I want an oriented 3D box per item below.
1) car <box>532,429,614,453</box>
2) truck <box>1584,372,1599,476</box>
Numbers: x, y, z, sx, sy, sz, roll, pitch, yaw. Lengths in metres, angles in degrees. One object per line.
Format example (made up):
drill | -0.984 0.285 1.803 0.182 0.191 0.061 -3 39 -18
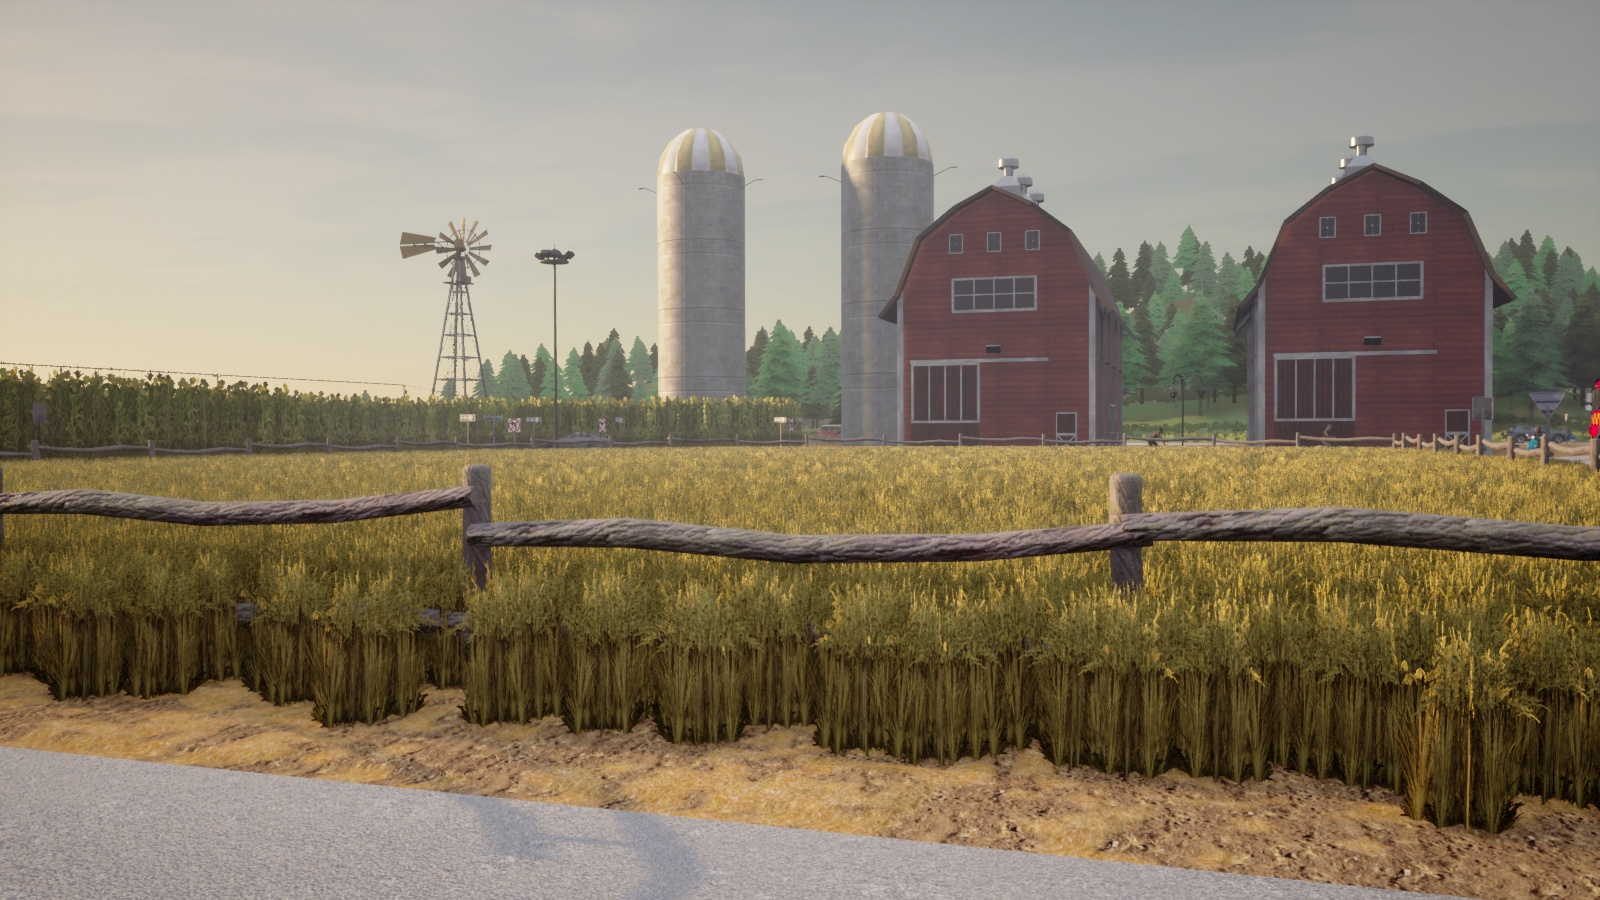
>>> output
car | -14.811 -0.590 82.248 4.902 1.511 2.128 0 1 4
truck | 30.183 -0.926 43.766 2.891 3.827 8.468 1 1 19
